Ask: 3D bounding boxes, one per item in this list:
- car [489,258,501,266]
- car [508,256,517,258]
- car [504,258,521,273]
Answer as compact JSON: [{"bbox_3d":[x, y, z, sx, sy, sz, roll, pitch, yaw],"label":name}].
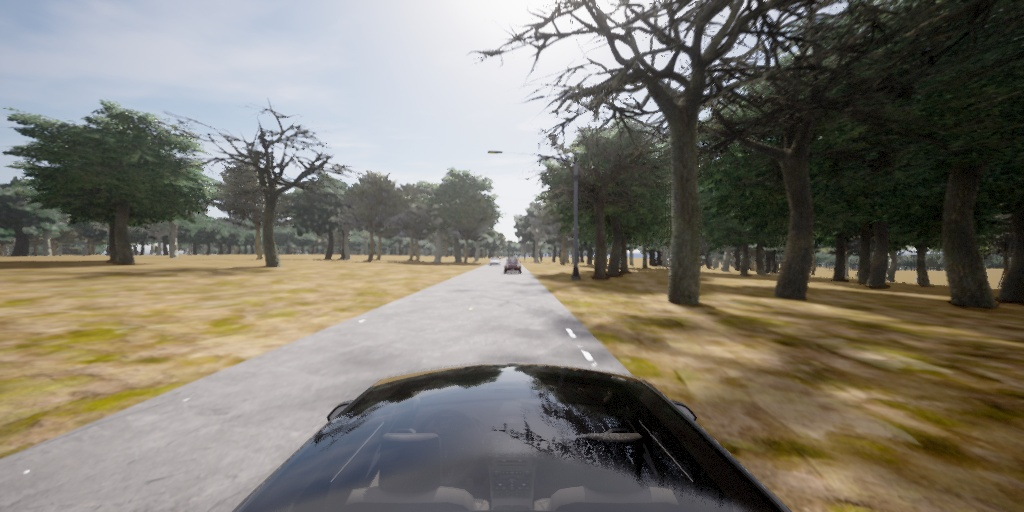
[{"bbox_3d":[-3.055,1.015,64.096,1.812,1.442,4.674,0,0,1],"label":"car"},{"bbox_3d":[0.076,0.860,58.294,2.097,1.767,4.553,0,0,0],"label":"car"},{"bbox_3d":[0.090,1.173,40.481,1.895,1.301,4.718,0,0,0],"label":"car"}]
